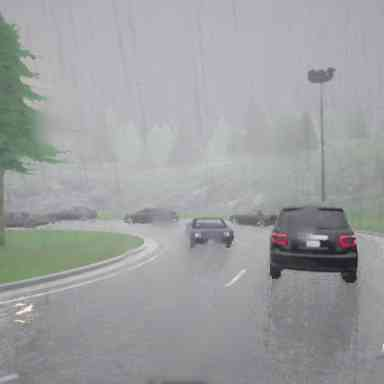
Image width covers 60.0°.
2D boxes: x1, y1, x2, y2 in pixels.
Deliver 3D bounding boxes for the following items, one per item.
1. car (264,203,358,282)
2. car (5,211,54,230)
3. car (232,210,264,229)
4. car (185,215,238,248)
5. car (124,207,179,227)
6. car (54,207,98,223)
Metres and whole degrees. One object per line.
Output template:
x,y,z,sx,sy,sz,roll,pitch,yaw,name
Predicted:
3.637,1.355,10.454,2.150,2.045,5.566,0,-1,17,car
-13.897,2.184,25.698,5.357,1.411,2.033,-1,-1,-14,car
4.838,1.958,24.589,1.895,1.301,4.718,0,-1,-31,car
0.700,1.874,16.218,1.895,1.301,4.718,-1,-1,-4,car
-3.427,2.027,27.544,4.892,1.490,1.837,-1,-3,30,car
-11.779,2.217,32.696,4.902,1.511,2.128,-1,-1,0,car
